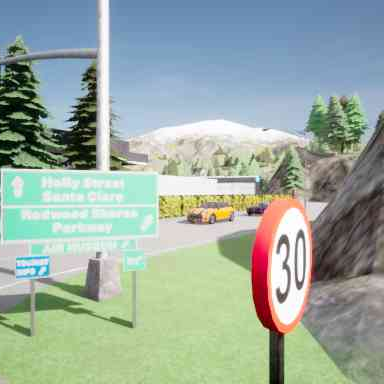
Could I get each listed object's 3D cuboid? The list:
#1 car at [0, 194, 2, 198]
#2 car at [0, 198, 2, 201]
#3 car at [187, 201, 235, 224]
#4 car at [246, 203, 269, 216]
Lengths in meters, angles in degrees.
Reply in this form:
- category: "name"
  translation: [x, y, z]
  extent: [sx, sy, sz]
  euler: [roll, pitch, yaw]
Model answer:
- category: "car"
  translation: [-38.665, 1.489, 69.982]
  extent: [4.514, 1.523, 2.007]
  euler: [0, 0, 35]
- category: "car"
  translation: [-12.422, 1.504, 26.064]
  extent: [1.905, 1.878, 3.866]
  euler: [0, 0, 35]
- category: "car"
  translation: [1.563, 1.544, 26.726]
  extent: [2.097, 1.767, 4.553]
  euler: [0, 0, 36]
- category: "car"
  translation: [7.468, 1.792, 34.853]
  extent: [1.895, 1.301, 4.718]
  euler: [0, 0, 36]
